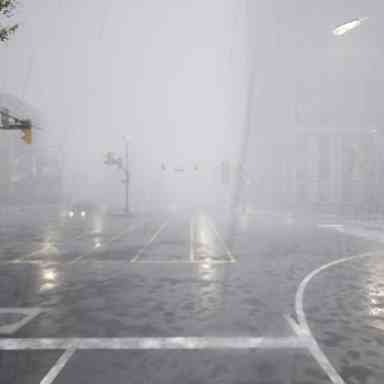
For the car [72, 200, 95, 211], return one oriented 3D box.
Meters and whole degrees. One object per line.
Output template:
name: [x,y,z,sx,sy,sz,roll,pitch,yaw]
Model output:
car: [-15.004,1.826,46.265,1.882,1.535,5.008,0,0,2]
